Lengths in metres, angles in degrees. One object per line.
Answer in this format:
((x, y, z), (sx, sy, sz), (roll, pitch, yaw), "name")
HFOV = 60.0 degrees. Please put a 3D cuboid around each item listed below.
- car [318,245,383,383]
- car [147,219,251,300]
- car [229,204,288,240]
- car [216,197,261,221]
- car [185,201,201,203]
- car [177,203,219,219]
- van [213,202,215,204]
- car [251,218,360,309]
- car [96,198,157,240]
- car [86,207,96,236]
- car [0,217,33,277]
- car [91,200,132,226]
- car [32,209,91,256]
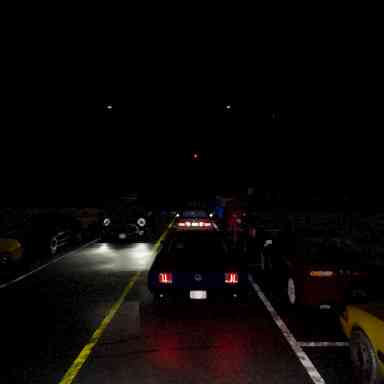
((2.765, 1.525, 2.482), (1.752, 1.417, 4.829), (0, 0, 0), "car")
((0.118, 1.601, 8.340), (1.895, 1.301, 4.718), (0, 0, 0), "car")
((2.787, 1.441, 13.187), (1.967, 1.590, 4.097), (0, 0, 0), "car")
((2.799, 1.317, 18.625), (2.192, 1.841, 5.009), (0, 0, 0), "car")
((0.055, 1.482, 27.758), (1.882, 1.535, 5.008), (0, 0, 0), "car")
((0.134, 1.549, 17.930), (2.033, 1.411, 5.357), (0, 0, 0), "car")
((2.822, 1.346, 29.500), (1.690, 1.788, 3.998), (0, 0, 0), "van")
((2.776, 1.545, 7.750), (1.887, 1.381, 4.507), (0, 0, 0), "car")
((-3.045, 1.353, 16.826), (2.097, 1.767, 4.553), (0, 0, 0), "car")
((-5.727, 1.527, 18.473), (1.752, 1.417, 4.829), (0, 0, 0), "car")
((-5.750, 1.526, 7.598), (1.752, 1.417, 4.829), (0, 0, 0), "car")
((-5.715, 1.444, 24.080), (1.967, 1.590, 4.097), (0, 0, 0), "car")
((-5.738, 1.567, 13.205), (1.947, 1.339, 4.313), (0, 0, 0), "car")
